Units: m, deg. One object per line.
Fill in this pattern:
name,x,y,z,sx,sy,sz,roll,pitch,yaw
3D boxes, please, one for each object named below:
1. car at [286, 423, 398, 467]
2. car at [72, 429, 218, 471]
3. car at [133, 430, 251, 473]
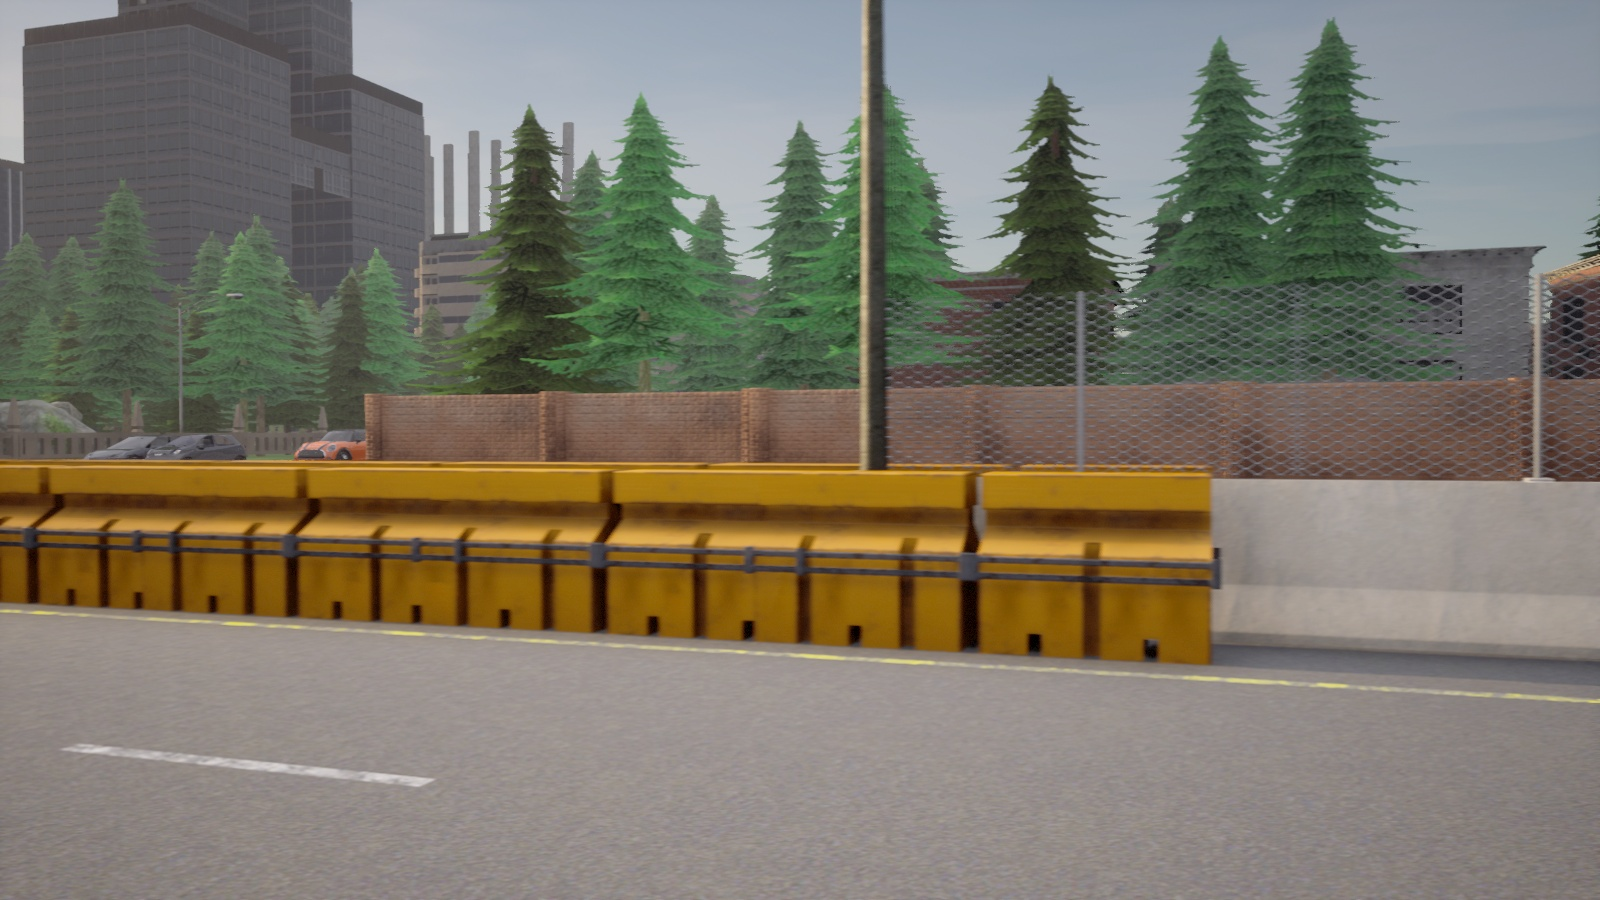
car,-19.445,-0.245,53.525,2.097,1.767,4.553,1,1,18
car,-24.952,-0.037,48.037,2.163,1.488,4.792,1,1,18
car,-22.052,0.026,45.662,1.845,1.501,3.633,1,1,18
